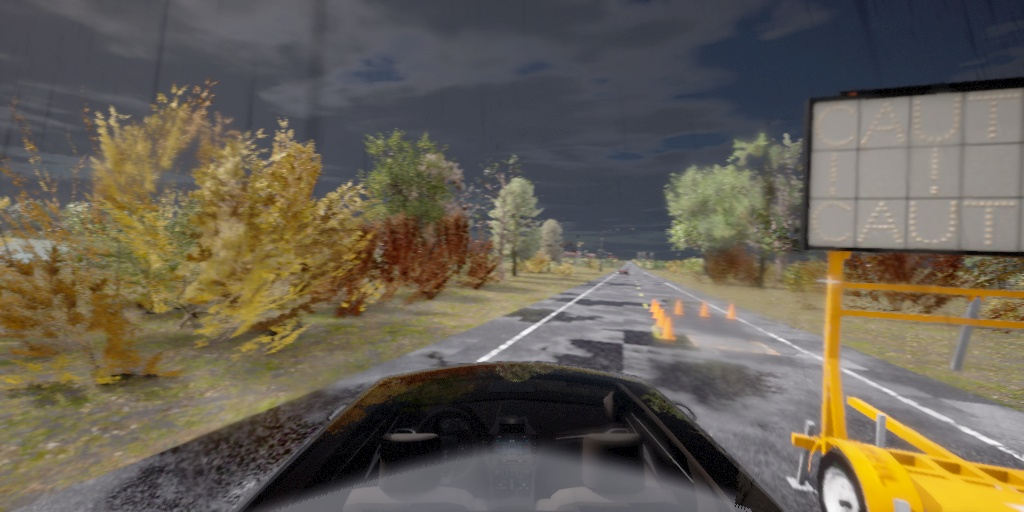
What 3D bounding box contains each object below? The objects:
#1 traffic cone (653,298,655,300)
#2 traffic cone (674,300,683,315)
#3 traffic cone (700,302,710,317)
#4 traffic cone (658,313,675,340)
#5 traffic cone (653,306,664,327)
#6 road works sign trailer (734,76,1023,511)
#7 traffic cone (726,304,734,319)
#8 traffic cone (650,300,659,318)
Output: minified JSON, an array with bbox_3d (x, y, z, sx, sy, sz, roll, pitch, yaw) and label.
[{"bbox_3d":[6.230,2.159,15.768,0.340,0.580,0.340,0,0,18],"label":"traffic cone"},{"bbox_3d":[7.179,2.200,15.457,0.340,0.580,0.340,0,0,18],"label":"traffic cone"},{"bbox_3d":[8.129,2.242,15.146,0.340,0.580,0.340,0,0,18],"label":"traffic cone"},{"bbox_3d":[4.371,2.008,10.065,0.340,0.580,0.340,0,0,18],"label":"traffic cone"},{"bbox_3d":[4.990,2.059,11.966,0.340,0.580,0.340,0,0,18],"label":"traffic cone"},{"bbox_3d":[3.615,0.400,2.950,2.380,3.560,2.880,0,0,18],"label":"road works sign trailer"},{"bbox_3d":[9.079,2.283,14.836,0.340,0.580,0.340,0,0,18],"label":"traffic cone"},{"bbox_3d":[5.610,2.109,13.867,0.340,0.580,0.340,0,0,18],"label":"traffic cone"}]
